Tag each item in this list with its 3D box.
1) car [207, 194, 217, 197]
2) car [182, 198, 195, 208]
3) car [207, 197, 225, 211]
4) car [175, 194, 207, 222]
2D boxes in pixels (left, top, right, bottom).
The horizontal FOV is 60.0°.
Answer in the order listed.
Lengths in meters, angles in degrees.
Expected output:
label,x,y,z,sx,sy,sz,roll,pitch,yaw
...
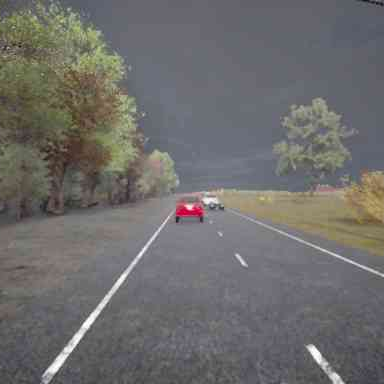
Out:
label,x,y,z,sx,sy,sz,roll,pitch,yaw
car,2.858,1.316,52.204,2.150,2.045,5.566,0,0,-1
car,-0.532,1.663,51.354,1.994,1.385,4.181,0,0,-1
car,2.989,1.677,42.079,1.895,1.301,4.718,0,0,-1
car,-0.219,1.280,27.200,2.150,2.045,5.566,0,0,-1
